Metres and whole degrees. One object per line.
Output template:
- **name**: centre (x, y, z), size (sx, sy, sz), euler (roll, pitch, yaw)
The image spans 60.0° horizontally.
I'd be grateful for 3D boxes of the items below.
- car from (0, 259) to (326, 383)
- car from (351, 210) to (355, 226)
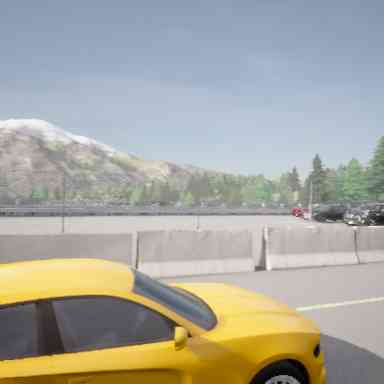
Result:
- **car**: centre (-1.062, 1.443, 3.224), size (5.008, 1.535, 1.882), euler (1, 0, -21)
- **car**: centre (13.046, 1.590, 23.685), size (4.553, 1.767, 2.097), euler (2, 0, -21)
